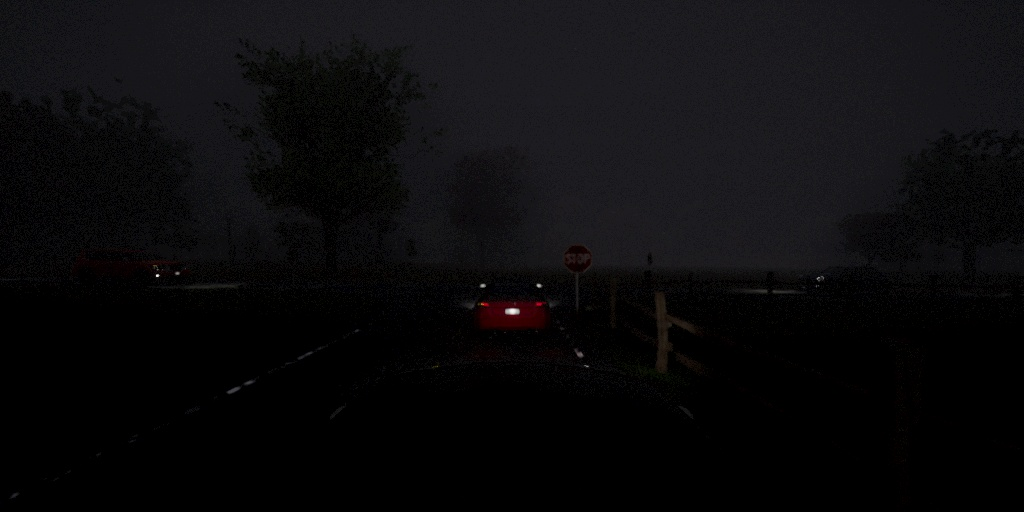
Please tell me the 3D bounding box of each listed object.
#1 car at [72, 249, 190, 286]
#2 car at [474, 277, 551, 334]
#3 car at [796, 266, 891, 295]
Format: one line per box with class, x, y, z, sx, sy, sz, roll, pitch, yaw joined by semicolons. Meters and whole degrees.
car;-22.375;0.627;21.145;5.566;2.045;2.150;1;0;2
car;-0.030;1.303;10.641;1.994;1.385;4.181;0;0;-1
car;20.491;1.398;22.331;4.553;1.767;2.097;1;0;2
